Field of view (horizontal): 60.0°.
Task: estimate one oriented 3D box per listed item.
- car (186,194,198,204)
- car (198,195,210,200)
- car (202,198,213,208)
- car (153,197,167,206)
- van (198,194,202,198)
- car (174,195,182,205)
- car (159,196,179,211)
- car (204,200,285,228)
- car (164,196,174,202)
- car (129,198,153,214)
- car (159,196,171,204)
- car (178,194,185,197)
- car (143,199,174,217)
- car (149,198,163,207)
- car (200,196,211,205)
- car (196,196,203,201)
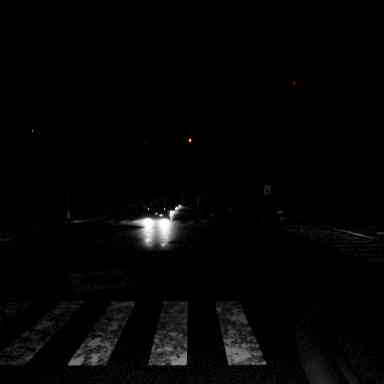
[{"bbox_3d":[-0.102,1.658,63.873,1.994,1.385,4.181,0,0,0],"label":"car"},{"bbox_3d":[2.410,1.634,52.657,1.947,1.339,4.313,0,0,0],"label":"car"},{"bbox_3d":[2.373,1.604,36.124,1.947,1.339,4.313,0,0,0],"label":"car"},{"bbox_3d":[-5.603,1.631,58.186,2.008,1.369,4.403,0,0,0],"label":"car"},{"bbox_3d":[2.422,1.421,58.168,1.690,1.788,3.998,0,0,0],"label":"van"},{"bbox_3d":[-3.075,1.631,51.962,1.994,1.385,4.181,0,0,0],"label":"car"},{"bbox_3d":[-3.097,1.612,41.978,1.994,1.385,4.181,0,0,1],"label":"car"},{"bbox_3d":[3.609,1.498,22.019,4.902,1.511,2.128,0,0,22],"label":"car"},{"bbox_3d":[-5.553,1.690,80.228,2.008,1.369,4.403,0,0,0],"label":"car"},{"bbox_3d":[-5.652,1.478,36.143,1.967,1.590,4.097,0,0,0],"label":"car"},{"bbox_3d":[-5.578,1.548,69.207,1.967,1.590,4.097,0,0,0],"label":"car"},{"bbox_3d":[-3.009,1.581,62.043,2.128,1.511,4.902,0,0,1],"label":"car"},{"bbox_3d":[-3.143,1.633,32.022,1.895,1.301,4.718,0,0,1],"label":"car"},{"bbox_3d":[-5.615,1.650,52.675,1.802,1.307,4.206,0,0,0],"label":"car"},{"bbox_3d":[2.397,1.639,47.147,1.802,1.307,4.206,0,0,0],"label":"car"},{"bbox_3d":[2.084,1.693,90.093,1.812,1.442,4.674,0,0,0],"label":"car"}]
